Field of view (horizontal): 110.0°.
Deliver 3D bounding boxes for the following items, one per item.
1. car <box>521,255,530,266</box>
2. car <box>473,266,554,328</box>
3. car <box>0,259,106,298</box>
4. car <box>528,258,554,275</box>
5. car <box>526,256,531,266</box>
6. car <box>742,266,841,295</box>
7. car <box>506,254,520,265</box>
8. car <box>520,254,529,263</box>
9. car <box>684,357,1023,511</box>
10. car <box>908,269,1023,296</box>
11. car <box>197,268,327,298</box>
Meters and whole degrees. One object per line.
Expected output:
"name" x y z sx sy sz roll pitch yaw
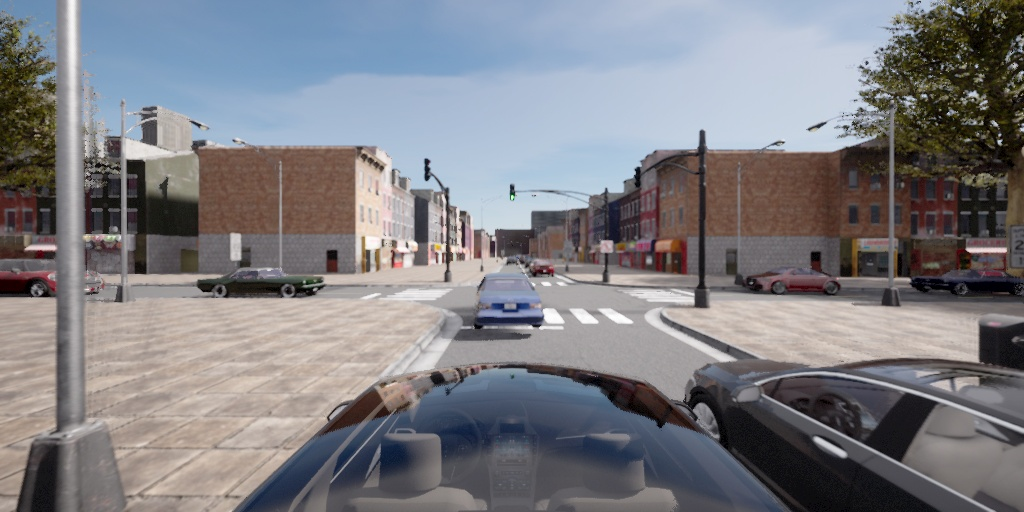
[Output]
"car" 2.635 0.933 48.135 1.948 1.339 4.313 0 0 0
"car" -0.225 1.211 10.973 2.033 1.411 5.357 0 1 -4
"car" -21.300 0.913 16.058 4.553 1.767 2.097 0 0 0
"car" 2.636 1.038 31.097 1.888 1.381 4.507 0 0 0
"car" 2.636 0.974 36.946 1.751 1.417 4.829 0 0 0
"car" 14.545 1.248 18.802 4.181 1.385 1.994 0 0 0
"car" -0.003 0.796 60.393 1.837 1.490 4.892 0 0 0
"car" 2.635 0.830 65.172 1.948 1.339 4.313 0 0 0
"car" 2.638 1.297 2.069 2.007 1.370 4.403 0 0 0
"car" 23.935 1.353 18.745 4.718 1.301 1.895 0 0 0
"car" -10.966 1.179 15.997 4.718 1.301 1.895 0 0 0
